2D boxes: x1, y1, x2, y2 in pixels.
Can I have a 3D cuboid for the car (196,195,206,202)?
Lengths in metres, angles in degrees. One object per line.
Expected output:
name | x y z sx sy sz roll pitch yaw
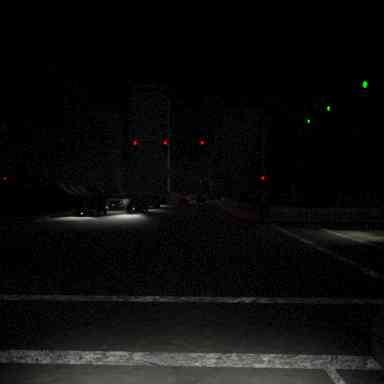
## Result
car | 1.995 1.352 74.586 2.128 1.511 4.902 0 0 1

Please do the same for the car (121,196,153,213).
car | -6.046 1.491 37.249 2.128 1.511 4.902 0 0 1

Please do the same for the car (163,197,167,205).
car | -5.505 1.547 58.082 2.033 1.411 5.357 0 0 2

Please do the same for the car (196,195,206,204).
car | 1.763 1.505 65.370 1.837 1.490 4.892 0 0 1

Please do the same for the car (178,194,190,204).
car | -1.720 1.564 66.084 1.994 1.385 4.181 0 0 1

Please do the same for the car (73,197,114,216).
car | -9.734 1.547 32.554 2.033 1.411 5.357 0 0 4

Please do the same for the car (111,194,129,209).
car | -9.409 1.221 42.733 2.150 2.045 5.566 0 0 2

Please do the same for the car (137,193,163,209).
car | -5.803 1.221 46.820 2.150 2.045 5.566 0 0 1

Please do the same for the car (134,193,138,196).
car | -9.033 1.219 57.428 2.150 2.045 5.566 0 0 1

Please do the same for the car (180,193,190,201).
car | -1.505 1.182 74.644 2.097 1.767 4.553 0 0 1
